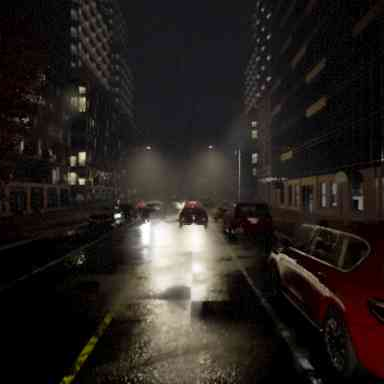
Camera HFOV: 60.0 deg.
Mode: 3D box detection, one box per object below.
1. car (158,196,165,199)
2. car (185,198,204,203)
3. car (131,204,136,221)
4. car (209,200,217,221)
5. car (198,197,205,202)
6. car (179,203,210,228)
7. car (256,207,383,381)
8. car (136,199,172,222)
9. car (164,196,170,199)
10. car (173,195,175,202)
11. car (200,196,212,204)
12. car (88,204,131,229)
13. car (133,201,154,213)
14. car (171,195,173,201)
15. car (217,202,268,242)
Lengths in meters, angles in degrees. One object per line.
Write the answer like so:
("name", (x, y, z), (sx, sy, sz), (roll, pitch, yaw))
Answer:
("car", (-5.695, 1.754, 50.974), (2.008, 1.369, 4.403), (0, 0, 0))
("car", (0.094, 1.733, 41.386), (1.994, 1.385, 4.181), (0, 0, 0))
("car", (-5.692, 1.685, 28.205), (1.947, 1.339, 4.313), (0, 0, 0))
("car", (2.689, 1.645, 28.364), (1.752, 1.417, 4.829), (0, 0, 0))
("car", (2.680, 1.919, 90.806), (1.802, 1.307, 4.206), (0, 0, 0))
("car", (0.096, 1.698, 22.770), (1.895, 1.301, 4.718), (0, 0, 0))
("car", (2.693, 1.340, 5.426), (2.192, 1.841, 5.009), (0, 0, 0))
("car", (-3.102, 1.610, 28.140), (2.128, 1.511, 4.902), (0, 0, 0))
("car", (-5.697, 1.789, 62.358), (1.887, 1.381, 4.507), (0, 0, 0))
("car", (-5.700, 1.777, 90.819), (1.967, 1.590, 4.097), (0, 0, 0))
("car", (2.685, 1.790, 56.655), (1.947, 1.339, 4.313), (0, 0, 0))
("car", (-5.691, 1.647, 22.513), (2.008, 1.369, 4.403), (0, 0, 0))
("car", (-5.693, 1.744, 39.588), (1.802, 1.307, 4.206), (0, 0, 0))
("car", (-5.698, 1.865, 73.743), (1.802, 1.307, 4.206), (0, 0, 0))
("car", (2.692, 1.388, 16.811), (2.192, 1.841, 5.009), (0, 0, 0))
